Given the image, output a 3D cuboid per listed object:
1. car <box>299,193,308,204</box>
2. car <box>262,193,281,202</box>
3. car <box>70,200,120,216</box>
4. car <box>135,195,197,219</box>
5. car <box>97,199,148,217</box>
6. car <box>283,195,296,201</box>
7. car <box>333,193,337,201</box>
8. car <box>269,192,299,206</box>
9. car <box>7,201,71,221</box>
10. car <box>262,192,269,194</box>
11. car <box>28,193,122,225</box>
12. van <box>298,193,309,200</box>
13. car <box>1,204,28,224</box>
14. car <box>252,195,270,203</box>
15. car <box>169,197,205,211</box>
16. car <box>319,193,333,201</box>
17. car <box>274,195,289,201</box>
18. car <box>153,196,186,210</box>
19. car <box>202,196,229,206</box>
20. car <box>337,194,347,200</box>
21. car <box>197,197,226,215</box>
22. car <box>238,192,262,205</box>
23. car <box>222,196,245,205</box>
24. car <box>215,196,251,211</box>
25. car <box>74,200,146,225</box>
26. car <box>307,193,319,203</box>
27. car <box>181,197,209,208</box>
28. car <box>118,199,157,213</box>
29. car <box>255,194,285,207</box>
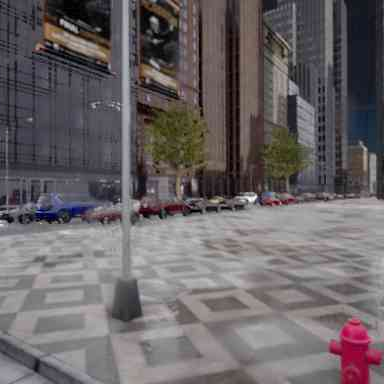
[{"bbox_3d":[17.129,1.320,54.675,1.947,1.339,4.313,0,0,35],"label":"car"},{"bbox_3d":[16.549,1.094,68.808,2.192,1.841,5.009,0,0,35],"label":"car"},{"bbox_3d":[-9.143,1.450,31.723,1.947,1.339,4.313,0,0,35],"label":"car"},{"bbox_3d":[-2.138,1.155,26.866,2.192,1.841,5.009,0,0,35],"label":"car"},{"bbox_3d":[-6.374,1.393,30.881,1.812,1.442,4.674,0,0,35],"label":"car"},{"bbox_3d":[22.973,1.342,78.079,1.802,1.307,4.206,0,0,35],"label":"car"},{"bbox_3d":[30.071,1.241,73.355,1.752,1.417,4.829,0,0,35],"label":"car"},{"bbox_3d":[13.917,1.080,50.041,2.192,1.841,5.009,0,0,35],"label":"car"},{"bbox_3d":[-12.355,1.471,27.087,1.947,1.339,4.313,0,0,35],"label":"car"},{"bbox_3d":[12.219,0.999,52.102,2.150,2.045,5.566,0,0,35],"label":"car"},{"bbox_3d":[-8.070,1.100,23.418,2.150,2.045,5.566,0,0,41],"label":"car"},{"bbox_3d":[29.394,1.099,87.351,1.690,1.788,3.998,0,0,35],"label":"van"},{"bbox_3d":[-11.247,1.462,23.850,1.994,1.385,4.181,0,0,35],"label":"car"},{"bbox_3d":[13.338,1.334,64.173,1.887,1.381,4.507,0,0,35],"label":"car"},{"bbox_3d":[-0.507,1.361,39.340,1.812,1.442,4.674,0,0,35],"label":"car"},{"bbox_3d":[26.763,1.039,68.581,2.192,1.841,5.009,0,0,35],"label":"car"},{"bbox_3d":[19.762,1.334,73.444,1.947,1.339,4.313,0,0,35],"label":"car"},{"bbox_3d":[-2.721,1.290,40.994,1.967,1.590,4.097,0,0,35],"label":"car"},{"bbox_3d":[3.606,1.347,50.125,1.752,1.417,4.829,0,0,35],"label":"car"},{"bbox_3d":[36.396,1.295,82.485,1.802,1.307,4.206,0,0,35],"label":"car"},{"bbox_3d":[1.073,1.388,31.501,1.947,1.339,4.313,0,0,35],"label":"car"},{"bbox_3d":[8.329,1.109,51.931,2.150,2.045,5.566,0,0,35],"label":"car"},{"bbox_3d":[6.914,1.376,54.902,1.947,1.339,4.313,0,0,35],"label":"car"},{"bbox_3d":[4.284,1.371,36.135,1.947,1.339,4.313,0,0,35],"label":"car"},{"bbox_3d":[-5.349,1.442,22.230,1.802,1.307,4.206,0,0,35],"label":"car"},{"bbox_3d":[20.340,1.059,59.311,2.192,1.841,5.009,0,0,35],"label":"car"},{"bbox_3d":[0.491,1.417,45.630,1.802,1.307,4.206,0,0,35],"label":"car"},{"bbox_3d":[-5.932,1.449,36.359,1.802,1.307,4.206,0,0,35],"label":"car"},{"bbox_3d":[10.706,1.322,45.406,1.887,1.381,4.507,0,0,35],"label":"car"}]
